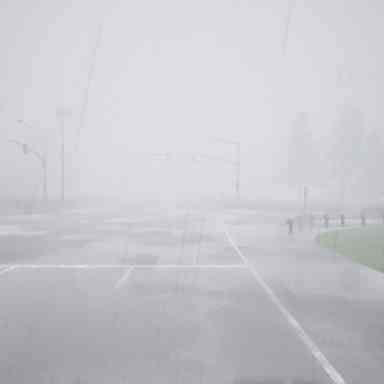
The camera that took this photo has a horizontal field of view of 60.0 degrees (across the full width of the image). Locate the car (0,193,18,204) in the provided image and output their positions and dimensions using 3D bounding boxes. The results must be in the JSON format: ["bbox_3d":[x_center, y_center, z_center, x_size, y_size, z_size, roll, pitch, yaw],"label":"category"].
[{"bbox_3d":[-31.626,1.127,56.289,2.097,1.767,4.553,0,0,0],"label":"car"}]

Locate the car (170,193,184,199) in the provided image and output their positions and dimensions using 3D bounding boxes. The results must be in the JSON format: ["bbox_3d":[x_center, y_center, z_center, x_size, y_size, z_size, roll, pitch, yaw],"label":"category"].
[{"bbox_3d":[-3.891,0.958,95.132,2.097,1.767,4.553,0,0,-18],"label":"car"}]

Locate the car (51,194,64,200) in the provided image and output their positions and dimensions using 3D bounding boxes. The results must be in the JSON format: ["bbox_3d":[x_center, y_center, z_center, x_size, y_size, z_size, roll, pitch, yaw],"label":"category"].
[{"bbox_3d":[-32.799,1.204,81.154,2.033,1.411,5.357,0,0,-10],"label":"car"}]

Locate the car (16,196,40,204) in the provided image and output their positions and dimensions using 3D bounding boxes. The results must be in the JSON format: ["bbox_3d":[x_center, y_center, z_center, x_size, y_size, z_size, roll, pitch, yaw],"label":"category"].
[{"bbox_3d":[-28.130,1.333,57.232,1.994,1.385,4.181,0,0,1],"label":"car"}]

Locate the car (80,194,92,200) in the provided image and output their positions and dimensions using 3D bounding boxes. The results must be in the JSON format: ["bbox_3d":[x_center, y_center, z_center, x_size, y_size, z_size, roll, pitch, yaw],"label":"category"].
[{"bbox_3d":[-25.599,1.219,80.782,1.994,1.385,4.181,0,0,-7],"label":"car"}]

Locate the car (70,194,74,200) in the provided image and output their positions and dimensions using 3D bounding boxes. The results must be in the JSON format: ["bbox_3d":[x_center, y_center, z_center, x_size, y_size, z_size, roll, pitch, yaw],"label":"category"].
[{"bbox_3d":[-29.466,1.160,82.308,1.837,1.490,4.892,0,0,-10],"label":"car"}]

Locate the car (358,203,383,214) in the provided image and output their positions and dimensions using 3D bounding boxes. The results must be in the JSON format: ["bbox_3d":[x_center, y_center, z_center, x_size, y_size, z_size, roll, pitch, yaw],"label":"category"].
[{"bbox_3d":[17.374,1.385,29.274,4.902,1.511,2.128,0,0,8],"label":"car"}]

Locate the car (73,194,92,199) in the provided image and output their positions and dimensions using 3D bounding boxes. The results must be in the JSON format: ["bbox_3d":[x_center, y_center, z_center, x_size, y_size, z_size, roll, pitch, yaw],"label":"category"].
[{"bbox_3d":[-21.098,1.241,65.325,1.837,1.490,4.892,0,0,0],"label":"car"}]

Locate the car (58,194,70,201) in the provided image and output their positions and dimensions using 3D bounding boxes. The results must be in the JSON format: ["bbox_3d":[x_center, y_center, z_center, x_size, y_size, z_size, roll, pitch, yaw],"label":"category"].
[{"bbox_3d":[-24.618,1.356,60.587,1.895,1.301,4.718,0,0,0],"label":"car"}]

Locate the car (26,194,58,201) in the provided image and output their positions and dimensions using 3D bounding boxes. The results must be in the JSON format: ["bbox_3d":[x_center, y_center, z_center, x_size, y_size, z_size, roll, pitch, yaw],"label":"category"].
[{"bbox_3d":[-21.157,1.342,46.824,1.812,1.442,4.674,0,0,0],"label":"car"}]

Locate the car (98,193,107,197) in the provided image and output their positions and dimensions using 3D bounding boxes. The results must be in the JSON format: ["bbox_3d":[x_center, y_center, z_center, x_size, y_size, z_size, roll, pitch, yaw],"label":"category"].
[{"bbox_3d":[-23.953,0.985,89.011,2.097,1.767,4.553,0,0,-14],"label":"car"}]

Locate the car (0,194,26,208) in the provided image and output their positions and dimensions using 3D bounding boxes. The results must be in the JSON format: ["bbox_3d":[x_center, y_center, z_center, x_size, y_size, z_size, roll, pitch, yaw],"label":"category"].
[{"bbox_3d":[-24.660,1.375,44.042,2.033,1.411,5.357,0,0,0],"label":"car"}]
